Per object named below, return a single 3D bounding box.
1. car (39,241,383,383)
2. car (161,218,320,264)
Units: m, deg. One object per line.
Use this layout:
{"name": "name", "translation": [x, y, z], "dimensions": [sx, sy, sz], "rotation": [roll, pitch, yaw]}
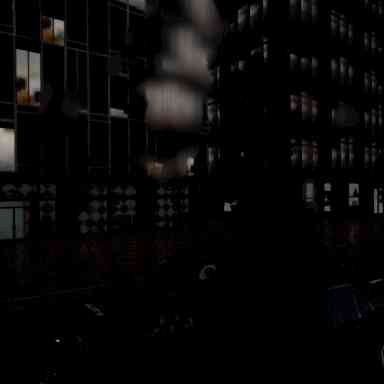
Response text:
{"name": "car", "translation": [0.828, 1.600, 3.968], "dimensions": [4.718, 1.301, 1.895], "rotation": [0, 0, -35]}
{"name": "car", "translation": [1.217, 1.439, 7.429], "dimensions": [4.097, 1.590, 1.967], "rotation": [0, -1, -35]}
